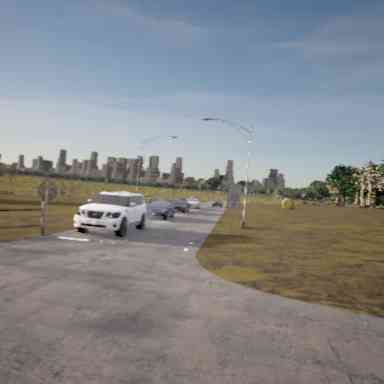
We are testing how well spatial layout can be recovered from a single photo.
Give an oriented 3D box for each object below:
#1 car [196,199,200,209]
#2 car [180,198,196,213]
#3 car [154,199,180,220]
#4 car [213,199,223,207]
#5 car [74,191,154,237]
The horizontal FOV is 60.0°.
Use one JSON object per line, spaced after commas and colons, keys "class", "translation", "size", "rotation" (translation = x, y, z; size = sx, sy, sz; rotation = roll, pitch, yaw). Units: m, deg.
{"class": "car", "translation": [0.141, 1.612, 47.442], "size": [1.812, 1.442, 4.674], "rotation": [5, 0, 8]}
{"class": "car", "translation": [-1.275, 1.516, 37.238], "size": [2.033, 1.411, 5.357], "rotation": [5, 0, 8]}
{"class": "car", "translation": [-2.581, 1.396, 27.422], "size": [1.812, 1.442, 4.674], "rotation": [5, 0, 8]}
{"class": "car", "translation": [4.843, 2.032, 61.327], "size": [2.033, 1.411, 5.357], "rotation": [5, 0, 8]}
{"class": "car", "translation": [-3.908, 1.005, 17.220], "size": [2.150, 2.045, 5.566], "rotation": [5, 0, 8]}
